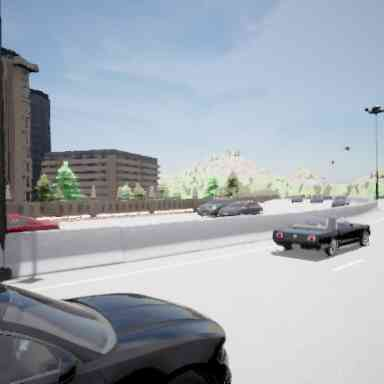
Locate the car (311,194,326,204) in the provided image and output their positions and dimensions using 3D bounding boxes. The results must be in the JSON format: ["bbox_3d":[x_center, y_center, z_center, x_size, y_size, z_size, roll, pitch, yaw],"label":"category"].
[{"bbox_3d":[23.225,1.247,61.874,2.097,1.767,4.553,-1,0,18],"label":"car"}]

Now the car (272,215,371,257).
[{"bbox_3d":[5.193,1.554,12.883,4.718,1.301,1.895,0,0,-43],"label":"car"}]

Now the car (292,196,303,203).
[{"bbox_3d":[20.483,1.491,64.726,1.994,1.385,4.181,-1,0,18],"label":"car"}]

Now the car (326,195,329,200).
[{"bbox_3d":[33.168,1.379,81.420,1.994,1.385,4.181,-1,0,18],"label":"car"}]

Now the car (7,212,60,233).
[{"bbox_3d":[-7.293,1.520,11.853,5.008,1.535,1.882,0,0,-37],"label":"car"}]

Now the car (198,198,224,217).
[{"bbox_3d":[2.507,1.344,30.588,2.097,1.767,4.553,-1,0,39],"label":"car"}]

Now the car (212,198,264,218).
[{"bbox_3d":[4.084,1.478,27.075,1.837,1.490,4.892,0,0,41],"label":"car"}]

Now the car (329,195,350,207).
[{"bbox_3d":[19.943,1.224,44.381,2.097,1.767,4.553,-1,0,27],"label":"car"}]

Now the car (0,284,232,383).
[{"bbox_3d":[-1.914,1.490,2.554,5.008,1.535,1.882,0,0,-36],"label":"car"}]
